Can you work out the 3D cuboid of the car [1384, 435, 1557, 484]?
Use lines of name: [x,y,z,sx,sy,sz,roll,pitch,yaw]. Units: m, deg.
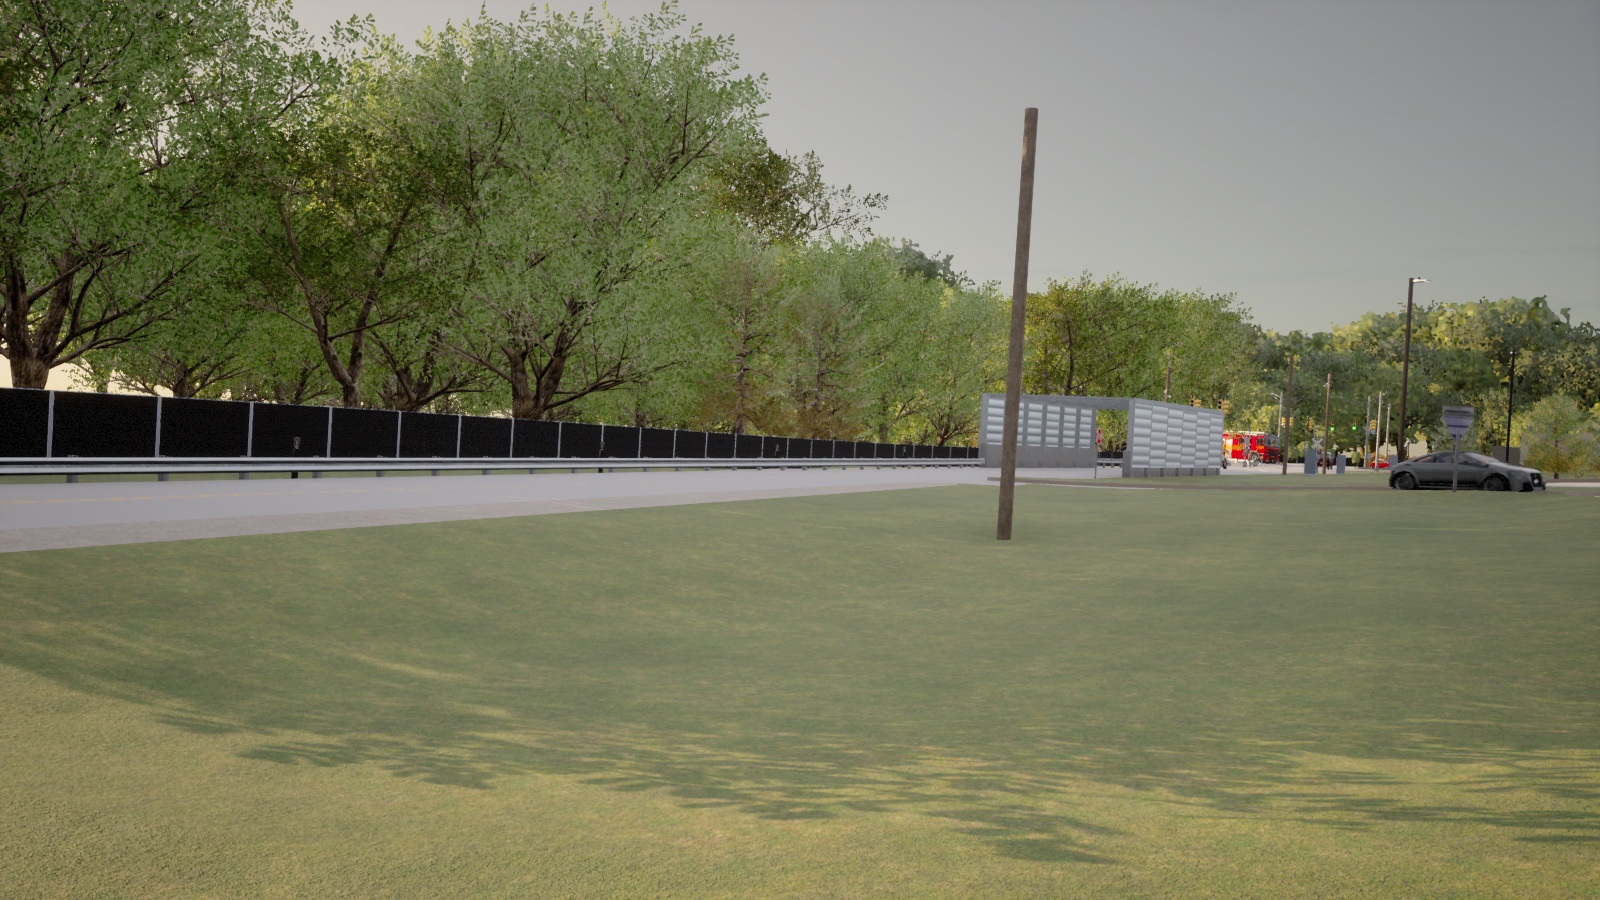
car: [20.321,0.282,38.197,1.994,1.385,4.181,0,0,-39]
